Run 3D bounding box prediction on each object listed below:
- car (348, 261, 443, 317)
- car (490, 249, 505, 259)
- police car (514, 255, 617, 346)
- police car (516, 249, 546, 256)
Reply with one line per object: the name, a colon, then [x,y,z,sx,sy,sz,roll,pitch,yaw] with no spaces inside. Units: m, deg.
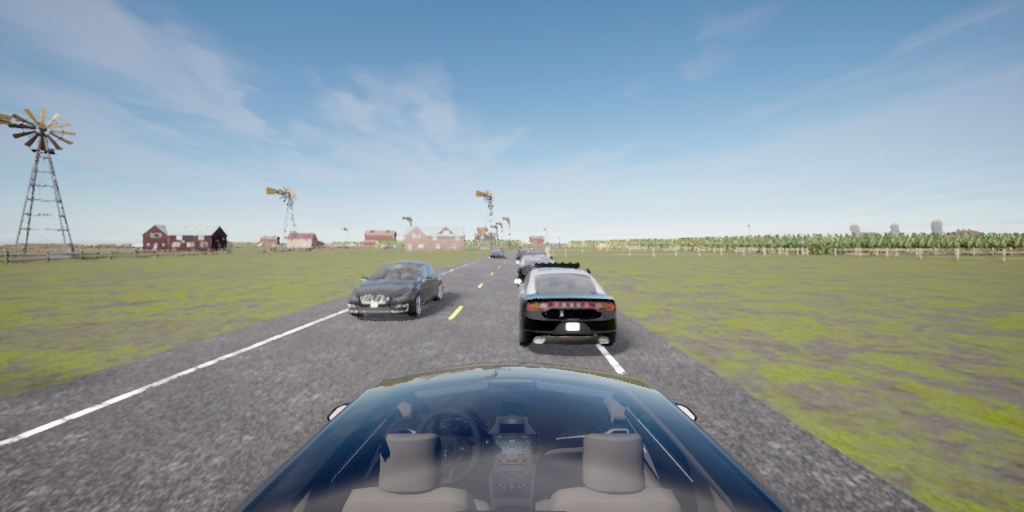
car: [-3.515,0.944,11.645,1.837,1.490,4.892,0,2,1]
car: [-2.104,-0.325,52.622,2.033,1.411,5.357,0,2,4]
police car: [1.086,0.952,8.853,1.930,1.638,5.238,0,2,1]
police car: [1.231,0.638,18.817,1.930,1.638,5.238,0,2,1]
